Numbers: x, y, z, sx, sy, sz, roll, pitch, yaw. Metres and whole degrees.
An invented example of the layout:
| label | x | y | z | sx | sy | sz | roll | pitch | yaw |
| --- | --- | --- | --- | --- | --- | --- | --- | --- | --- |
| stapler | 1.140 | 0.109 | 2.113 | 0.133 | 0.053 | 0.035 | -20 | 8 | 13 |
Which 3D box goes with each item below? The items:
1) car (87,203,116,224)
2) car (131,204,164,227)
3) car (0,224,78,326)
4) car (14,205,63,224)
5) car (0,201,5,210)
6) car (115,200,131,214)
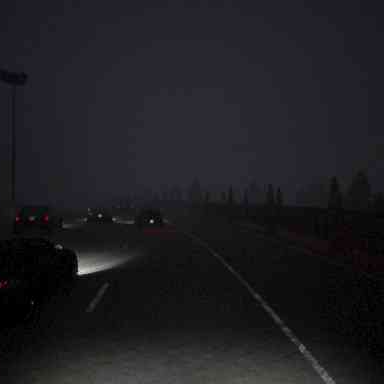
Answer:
| label | x | y | z | sx | sy | sz | roll | pitch | yaw |
| --- | --- | --- | --- | --- | --- | --- | --- | --- | --- |
| car | -7.665 | 1.839 | 27.650 | 1.994 | 1.385 | 4.181 | 0 | -1 | -16 |
| car | -3.296 | 1.743 | 24.831 | 1.837 | 1.490 | 4.892 | 0 | 0 | -14 |
| car | -3.900 | 1.643 | 7.161 | 1.994 | 1.385 | 4.181 | 0 | -1 | -4 |
| car | -9.543 | 1.574 | 20.978 | 2.097 | 1.767 | 4.553 | 0 | -1 | -12 |
| car | -28.629 | 2.026 | 48.745 | 2.128 | 1.511 | 4.902 | 0 | -1 | -32 |
| car | -8.564 | 1.747 | 40.601 | 2.097 | 1.767 | 4.553 | 0 | -1 | -22 |
